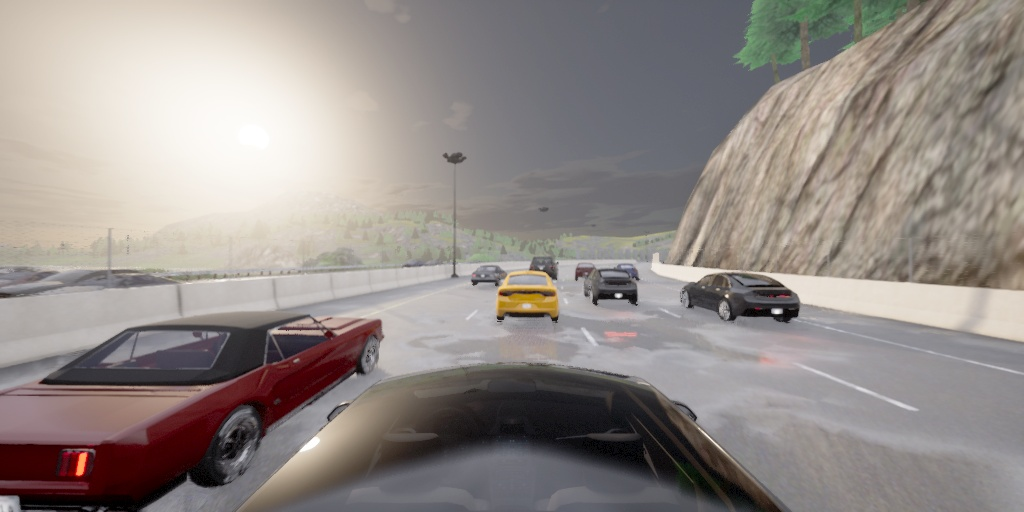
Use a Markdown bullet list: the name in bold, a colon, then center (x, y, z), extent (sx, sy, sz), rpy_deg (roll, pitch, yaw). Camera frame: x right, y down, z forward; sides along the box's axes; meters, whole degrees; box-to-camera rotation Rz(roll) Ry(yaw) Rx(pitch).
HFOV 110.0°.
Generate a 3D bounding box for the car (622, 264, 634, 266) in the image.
- **car**: center (10.202, 1.397, 32.261), extent (1.812, 1.442, 4.674), rpy_deg (0, 0, 11)

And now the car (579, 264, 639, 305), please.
- **car**: center (4.401, 1.312, 16.492), extent (1.837, 1.490, 4.892), rpy_deg (0, 0, 5)

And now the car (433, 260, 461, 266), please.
- **car**: center (-9.635, 1.491, 54.800), extent (1.895, 1.301, 4.718), rpy_deg (0, 0, 17)

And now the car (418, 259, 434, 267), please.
- **car**: center (-12.512, 1.393, 57.292), extent (1.837, 1.490, 4.892), rpy_deg (0, 0, 17)

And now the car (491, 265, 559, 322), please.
- **car**: center (0.571, 1.263, 12.531), extent (1.882, 1.535, 5.008), rpy_deg (0, 0, 4)

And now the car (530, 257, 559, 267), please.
- **car**: center (2.733, 1.068, 30.433), extent (2.150, 2.045, 5.566), rpy_deg (0, 0, 10)

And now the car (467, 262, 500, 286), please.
- **car**: center (-1.548, 1.369, 25.939), extent (2.033, 1.411, 5.357), rpy_deg (0, 0, 8)

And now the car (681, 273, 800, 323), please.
- **car**: center (7.574, 1.308, 12.450), extent (1.837, 1.490, 4.892), rpy_deg (0, 0, 4)

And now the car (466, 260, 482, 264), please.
- **car**: center (-5.762, 1.406, 55.414), extent (1.837, 1.490, 4.892), rpy_deg (0, 0, 17)

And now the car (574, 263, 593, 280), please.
- **car**: center (6.742, 1.342, 32.779), extent (1.882, 1.535, 5.008), rpy_deg (0, 0, 11)

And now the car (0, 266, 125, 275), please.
- **car**: center (-17.023, 1.250, 14.447), extent (1.837, 1.490, 4.892), rpy_deg (0, 0, 5)

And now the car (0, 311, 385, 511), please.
- **car**: center (-3.309, 1.351, 4.558), extent (1.895, 1.301, 4.718), rpy_deg (0, 0, 1)

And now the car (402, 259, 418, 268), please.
- **car**: center (-15.856, 1.236, 58.314), extent (2.097, 1.767, 4.553), rpy_deg (0, 0, 17)

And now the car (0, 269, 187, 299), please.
- **car**: center (-13.653, 1.311, 12.418), extent (1.994, 1.385, 4.181), rpy_deg (0, 0, 4)
